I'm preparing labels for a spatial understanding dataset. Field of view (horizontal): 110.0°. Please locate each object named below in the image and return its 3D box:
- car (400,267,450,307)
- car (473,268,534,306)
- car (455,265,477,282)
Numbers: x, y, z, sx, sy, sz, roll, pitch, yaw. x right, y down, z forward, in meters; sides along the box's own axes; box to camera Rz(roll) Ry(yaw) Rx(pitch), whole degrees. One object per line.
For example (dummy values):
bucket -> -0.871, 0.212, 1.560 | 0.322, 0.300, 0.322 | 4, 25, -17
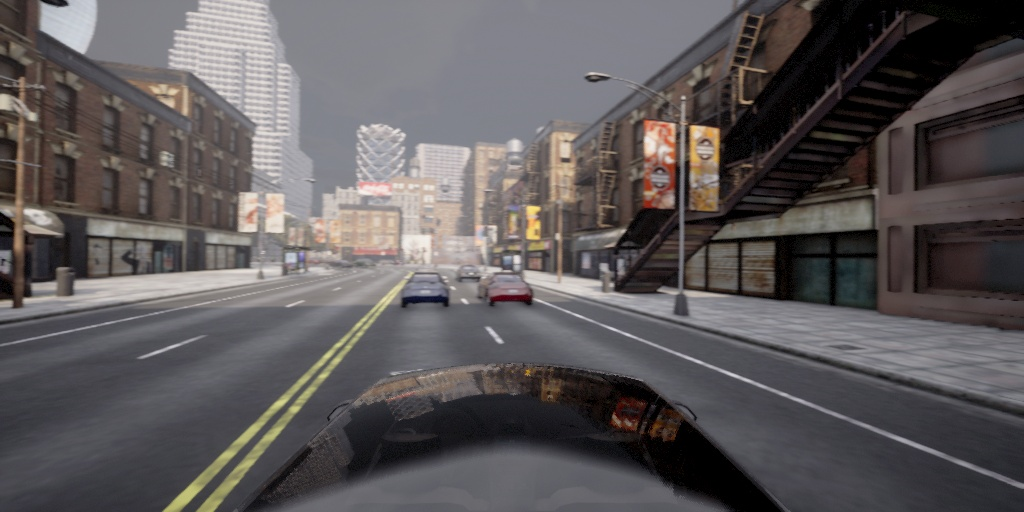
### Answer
car -> -3.814, 1.371, 15.874 | 1.994, 1.385, 4.181 | 1, 0, -13
car -> -0.412, 1.422, 16.700 | 1.994, 1.385, 4.181 | 1, 0, -13
car -> -3.827, 1.469, 31.005 | 2.033, 1.411, 5.357 | 1, 0, -13
